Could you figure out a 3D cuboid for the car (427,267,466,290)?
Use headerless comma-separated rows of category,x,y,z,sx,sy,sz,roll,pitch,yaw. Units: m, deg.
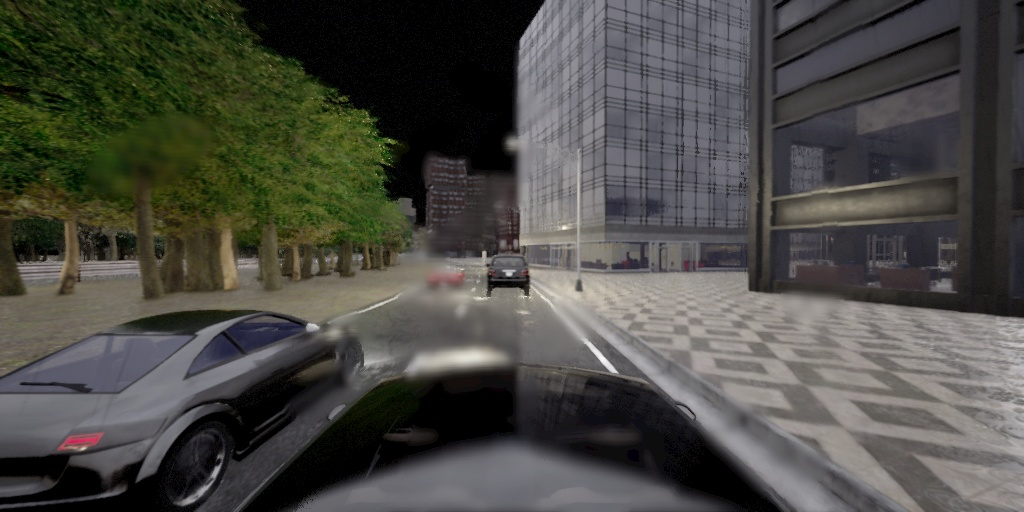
car,-3.888,1.323,22.159,1.895,1.301,4.718,0,0,-3

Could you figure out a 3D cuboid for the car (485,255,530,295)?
car,-0.255,0.947,19.511,2.150,2.045,5.566,0,0,-3

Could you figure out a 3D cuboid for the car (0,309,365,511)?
car,-3.398,1.308,4.211,1.994,1.385,4.181,0,0,0
